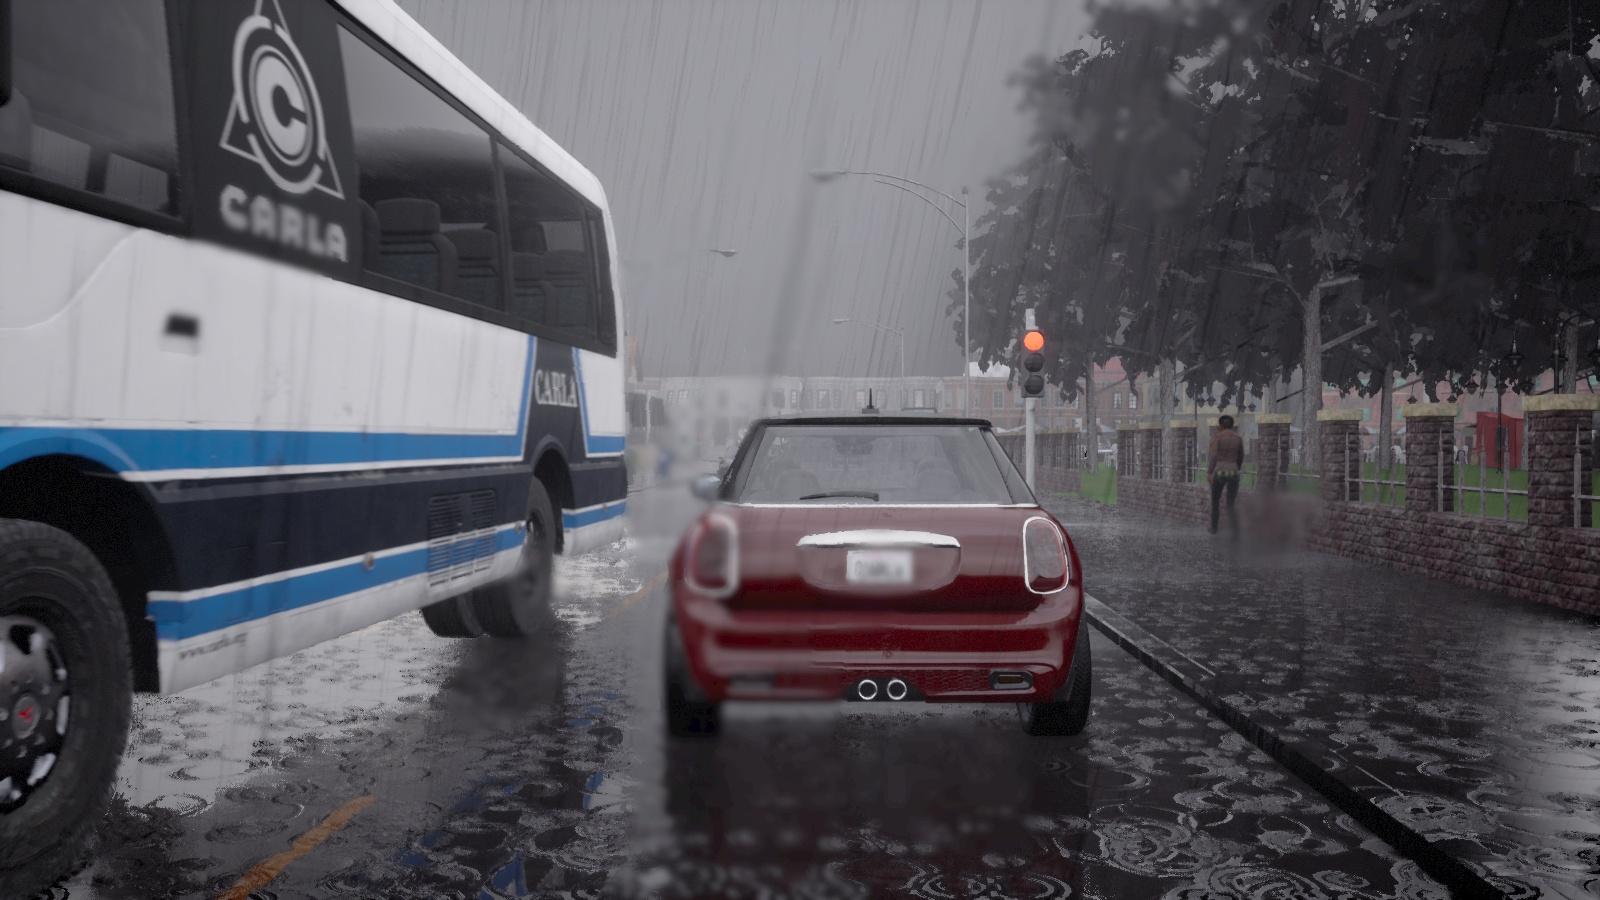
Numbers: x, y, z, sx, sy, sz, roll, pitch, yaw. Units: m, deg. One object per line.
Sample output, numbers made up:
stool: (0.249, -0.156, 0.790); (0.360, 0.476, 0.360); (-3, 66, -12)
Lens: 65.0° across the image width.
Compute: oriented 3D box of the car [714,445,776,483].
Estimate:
car: (-2.120, 0.509, 50.148); (2.033, 1.411, 5.357); (0, 0, 2)

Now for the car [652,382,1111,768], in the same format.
car: (0.361, 0.560, 8.016); (2.097, 1.767, 4.553); (0, 0, 0)

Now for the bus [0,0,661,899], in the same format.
bus: (-3.723, -0.673, 7.046); (3.944, 4.253, 10.273); (0, 0, 5)

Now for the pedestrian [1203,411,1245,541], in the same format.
pedestrian: (6.021, 0.360, 17.841); (0.328, 1.805, 0.869); (0, 0, 2)

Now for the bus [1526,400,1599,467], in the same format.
bus: (52.359, -1.051, 82.271); (3.944, 4.253, 10.273); (0, 0, 2)
